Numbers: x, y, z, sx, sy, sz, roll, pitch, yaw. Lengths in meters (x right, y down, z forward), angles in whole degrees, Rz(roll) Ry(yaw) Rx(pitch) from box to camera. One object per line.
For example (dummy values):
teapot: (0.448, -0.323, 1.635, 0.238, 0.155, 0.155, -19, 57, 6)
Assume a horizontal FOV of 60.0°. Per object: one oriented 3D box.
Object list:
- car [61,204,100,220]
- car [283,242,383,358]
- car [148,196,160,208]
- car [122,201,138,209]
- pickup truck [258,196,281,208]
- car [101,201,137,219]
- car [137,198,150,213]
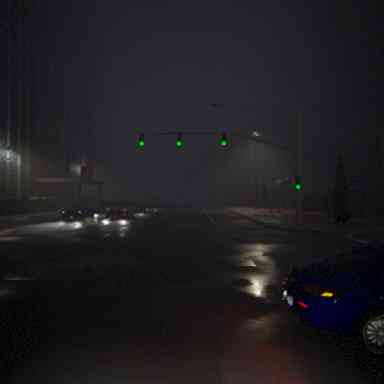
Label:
car: (-10.589, 1.901, 31.421, 1.895, 1.301, 4.718, 0, -1, 0)
car: (3.900, 1.580, 5.438, 4.674, 1.442, 1.812, 0, -1, 1)
car: (-7.019, 1.788, 59.432, 2.150, 2.045, 5.566, 0, -1, 1)
car: (-10.533, 2.141, 56.637, 1.895, 1.301, 4.718, 0, -1, 1)
pickup truck: (13.140, 1.591, 55.849, 2.390, 2.098, 6.274, 0, -1, 31)
car: (-7.088, 1.666, 32.842, 2.097, 1.767, 4.553, 0, -1, 0)
car: (-7.082, 1.890, 43.201, 1.882, 1.535, 5.008, 0, -1, 0)
